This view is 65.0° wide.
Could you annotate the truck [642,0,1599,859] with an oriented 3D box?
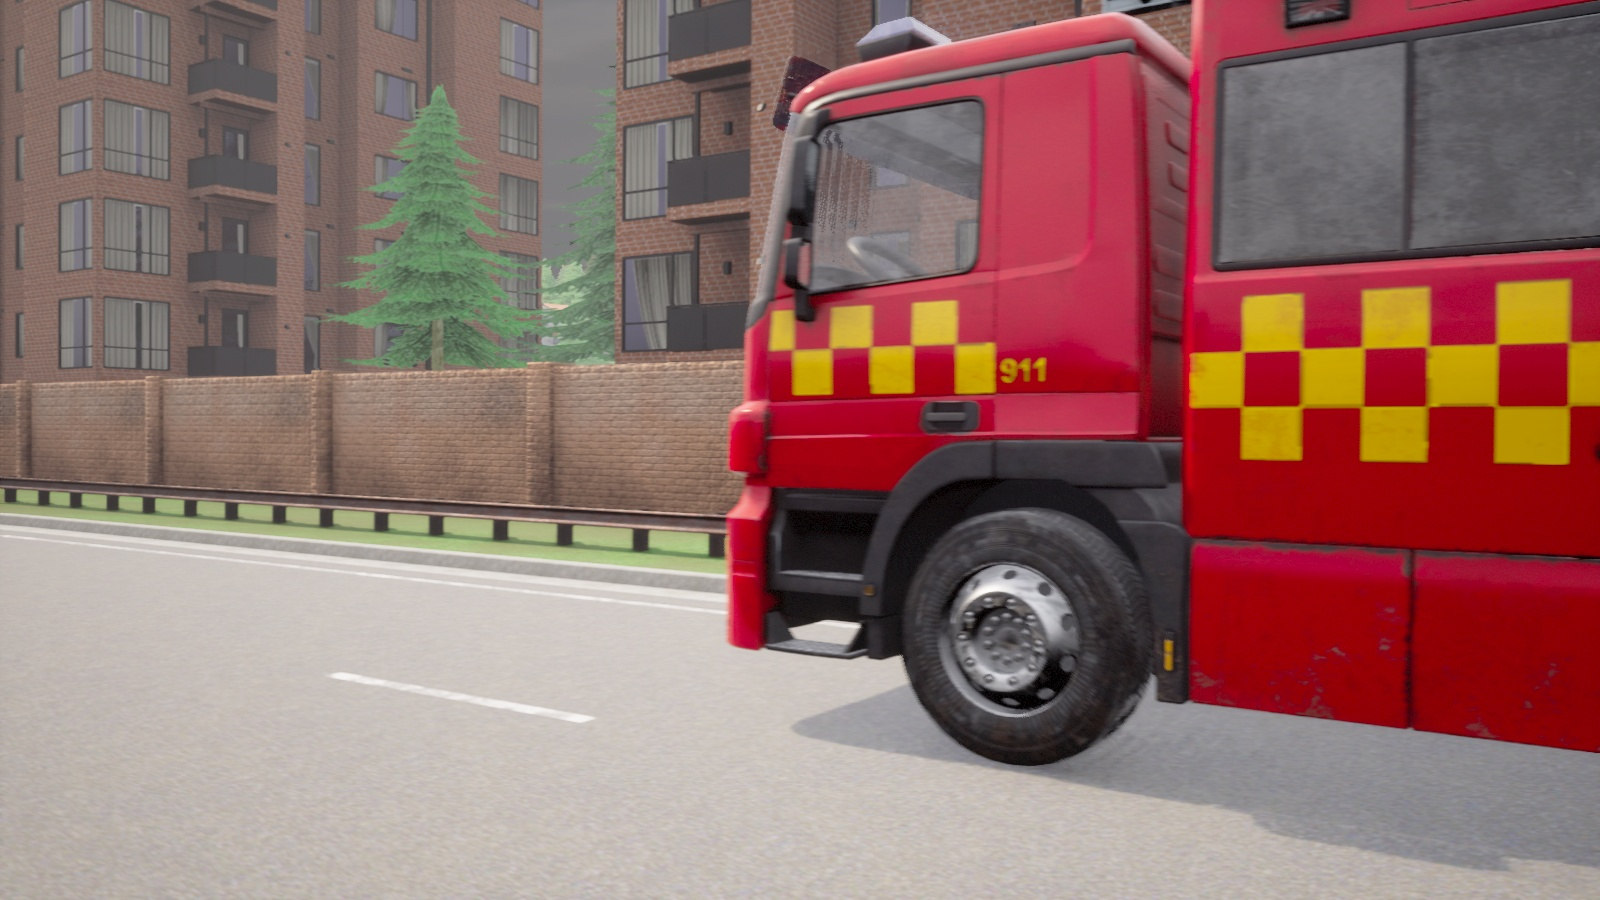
[{"bbox_3d":[3.518,-0.540,5.465,8.468,3.827,2.891,0,1,34],"label":"truck"}]
